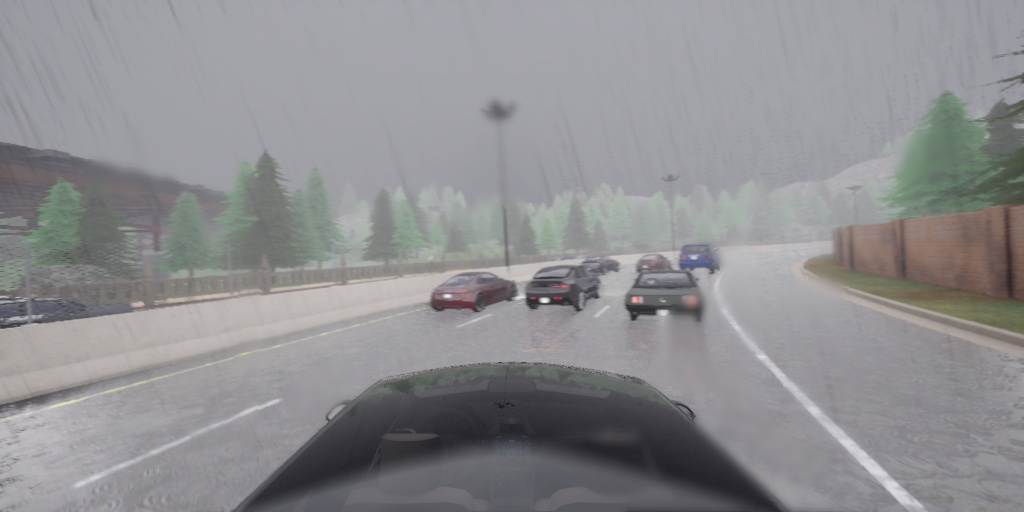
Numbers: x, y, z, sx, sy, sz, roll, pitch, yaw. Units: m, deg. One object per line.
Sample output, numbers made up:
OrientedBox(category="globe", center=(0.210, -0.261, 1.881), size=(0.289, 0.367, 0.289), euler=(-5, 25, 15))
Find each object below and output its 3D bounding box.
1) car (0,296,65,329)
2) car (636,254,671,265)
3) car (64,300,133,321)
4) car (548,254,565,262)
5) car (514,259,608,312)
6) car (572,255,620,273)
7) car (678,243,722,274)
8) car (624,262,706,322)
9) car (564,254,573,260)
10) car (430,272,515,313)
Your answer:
OrientedBox(category="car", center=(-12.446, 1.847, 6.498), size=(1.882, 1.535, 5.008), euler=(-3, 0, 21))
OrientedBox(category="car", center=(11.143, 0.536, 28.217), size=(1.812, 1.442, 4.674), euler=(-3, 0, 36))
OrientedBox(category="car", center=(-14.784, 2.015, 10.435), size=(2.033, 1.411, 5.357), euler=(-3, 0, 20))
OrientedBox(category="car", center=(7.057, 0.484, 50.457), size=(4.553, 1.767, 2.097), euler=(-3, 0, -45))
OrientedBox(category="car", center=(2.060, 1.077, 13.423), size=(1.837, 1.490, 4.892), euler=(-3, 0, 26))
OrientedBox(category="car", center=(7.074, 0.712, 28.535), size=(2.128, 1.511, 4.902), euler=(-3, 0, 36))
OrientedBox(category="car", center=(13.392, 0.131, 25.462), size=(2.150, 2.045, 5.566), euler=(-3, 0, 36))
OrientedBox(category="car", center=(4.663, 1.053, 10.835), size=(1.895, 1.301, 4.718), euler=(-3, 0, 25))
OrientedBox(category="car", center=(9.516, 0.549, 47.961), size=(4.674, 1.442, 1.812), euler=(-3, 0, -45))
OrientedBox(category="car", center=(-1.384, 1.310, 14.296), size=(1.994, 1.385, 4.181), euler=(-3, 0, 25))
